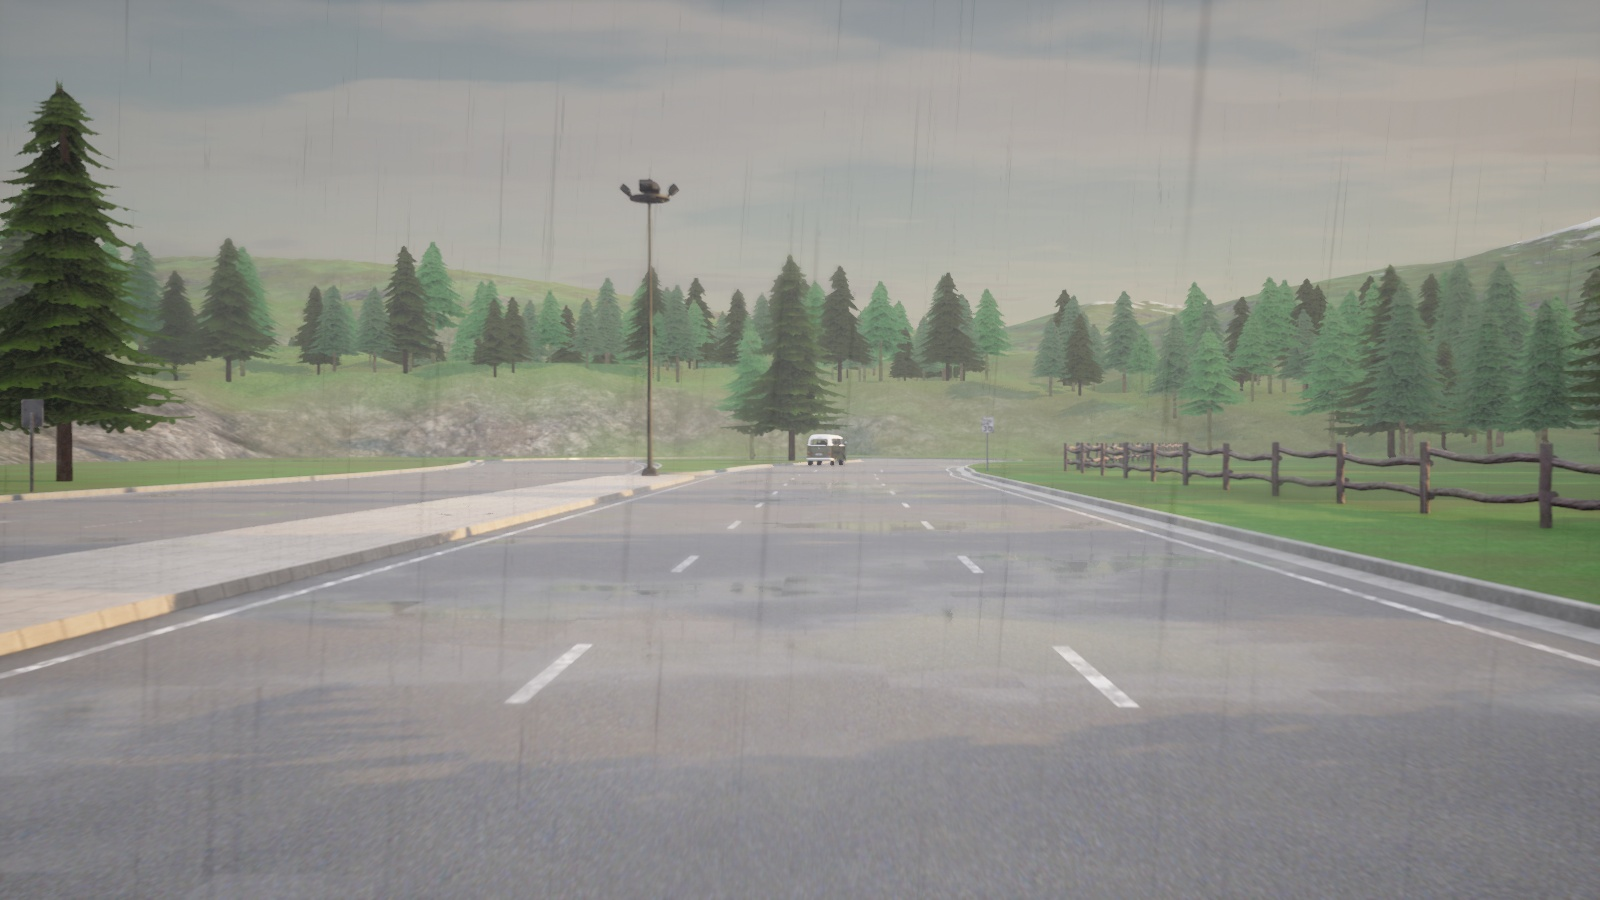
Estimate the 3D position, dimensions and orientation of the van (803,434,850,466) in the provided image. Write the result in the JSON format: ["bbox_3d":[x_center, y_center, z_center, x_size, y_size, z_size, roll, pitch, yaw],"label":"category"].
[{"bbox_3d":[1.768,0.008,82.157,2.069,2.038,4.480,0,0,15],"label":"van"}]
